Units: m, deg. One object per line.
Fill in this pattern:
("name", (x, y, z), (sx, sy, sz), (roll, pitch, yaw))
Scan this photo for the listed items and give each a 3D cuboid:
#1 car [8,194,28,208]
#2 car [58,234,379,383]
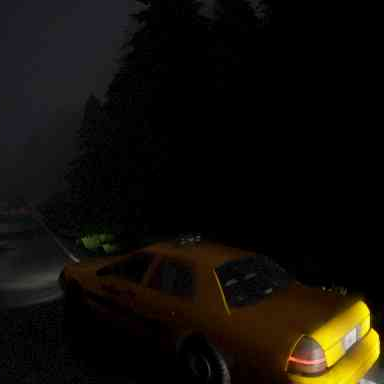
("car", (-20.994, 1.051, 40.163), (2.128, 1.511, 4.902), (-2, 2, -26))
("car", (-0.247, 1.416, 5.112), (5.366, 1.575, 1.801), (1, 1, 45))
